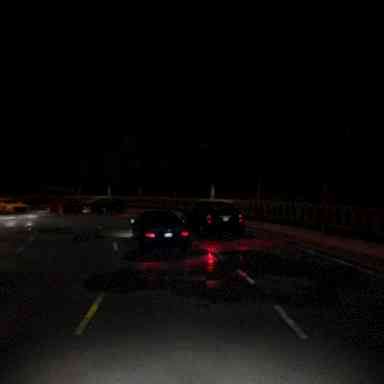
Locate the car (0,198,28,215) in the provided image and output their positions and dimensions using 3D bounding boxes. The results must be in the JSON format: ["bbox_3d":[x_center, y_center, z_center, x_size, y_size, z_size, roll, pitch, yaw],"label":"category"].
[{"bbox_3d":[-17.687,1.322,32.061,5.008,1.535,1.882,0,0,37],"label":"car"}]

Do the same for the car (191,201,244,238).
[{"bbox_3d":[0.932,1.268,17.343,2.097,1.767,4.553,0,0,-17],"label":"car"}]

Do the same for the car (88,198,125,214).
[{"bbox_3d":[-8.653,1.316,33.412,1.882,1.535,5.008,0,0,-42],"label":"car"}]

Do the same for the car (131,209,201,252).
[{"bbox_3d":[-1.416,1.481,13.595,2.033,1.411,5.357,0,0,-14],"label":"car"}]

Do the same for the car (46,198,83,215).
[{"bbox_3d":[-12.390,1.321,32.266,1.882,1.535,5.008,0,0,-45],"label":"car"}]
